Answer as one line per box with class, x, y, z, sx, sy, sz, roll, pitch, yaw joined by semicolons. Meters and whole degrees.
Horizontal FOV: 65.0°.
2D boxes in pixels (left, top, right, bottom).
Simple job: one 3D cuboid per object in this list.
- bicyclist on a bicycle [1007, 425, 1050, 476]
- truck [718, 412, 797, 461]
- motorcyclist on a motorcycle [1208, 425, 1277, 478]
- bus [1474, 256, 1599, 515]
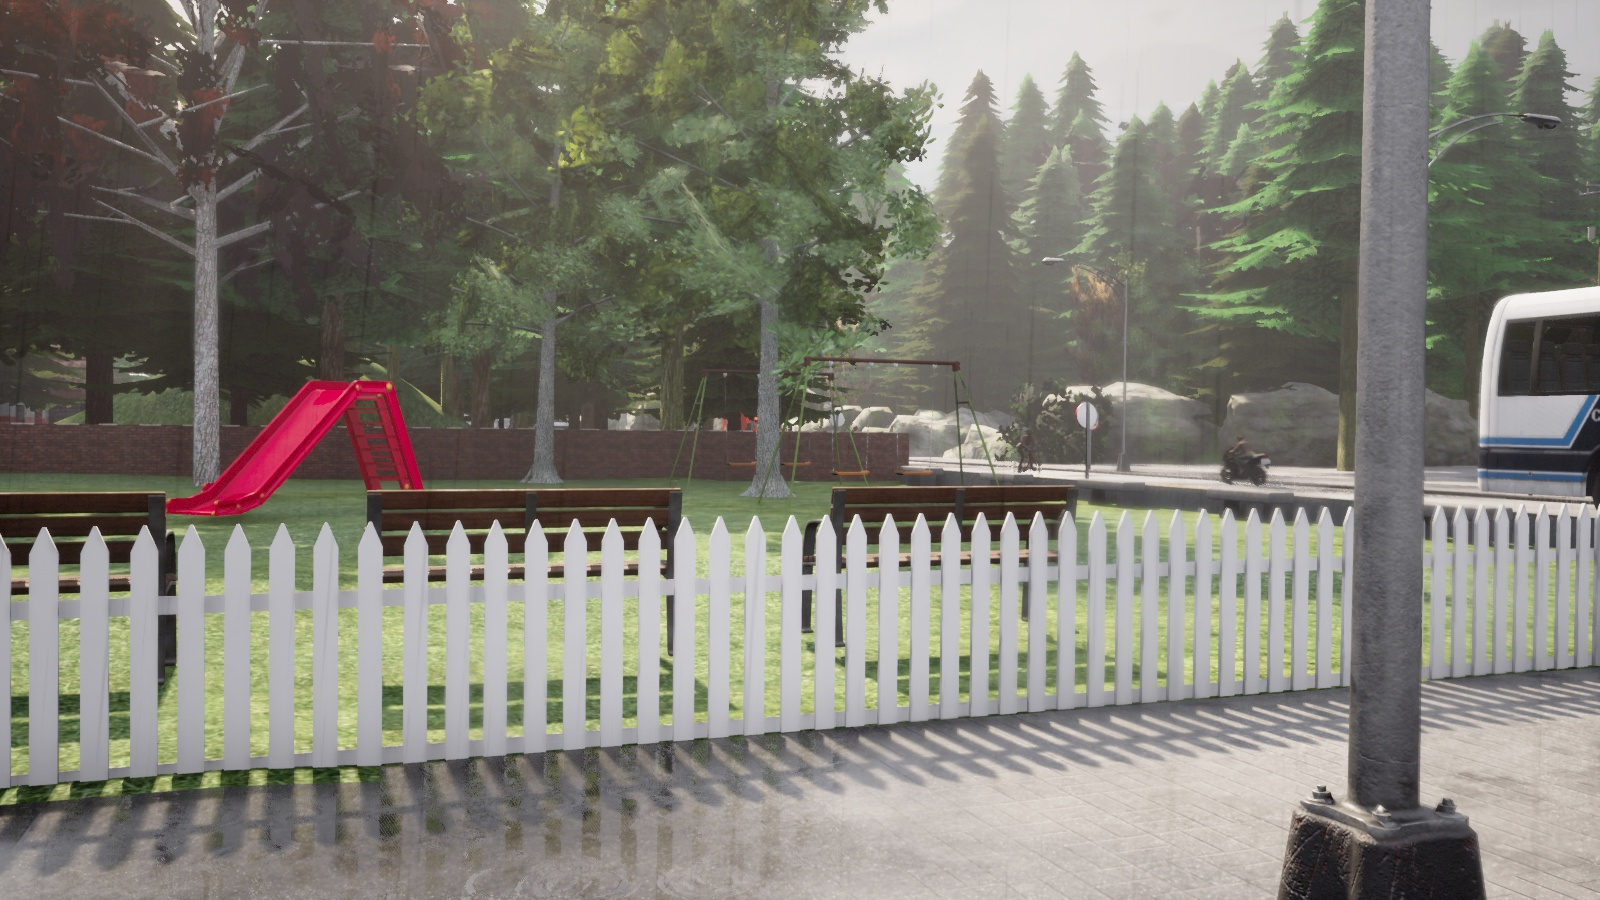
bicyclist on a bicycle;7.459;0.002;41.065;0.582;1.620;1.656;-1;1;-21
truck;-2.318;-0.750;66.654;2.627;2.467;5.204;-1;1;-21
motorcyclist on a motorcycle;13.151;0.030;37.377;0.797;1.523;2.044;-1;1;-21
bus;15.952;-1.057;18.788;3.944;4.253;10.273;-1;1;-21
